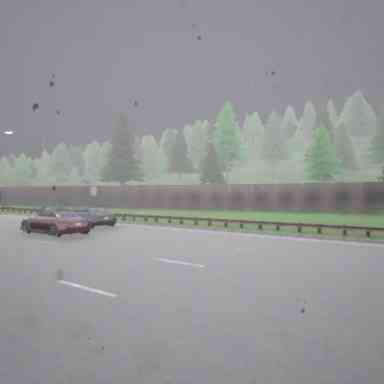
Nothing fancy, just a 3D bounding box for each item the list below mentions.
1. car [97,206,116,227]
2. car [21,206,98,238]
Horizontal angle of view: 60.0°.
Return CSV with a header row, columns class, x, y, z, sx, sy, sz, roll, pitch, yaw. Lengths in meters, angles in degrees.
class,x,y,z,sx,sy,sz,roll,pitch,yaw
car,-6.917,1.584,21.828,4.181,1.385,1.994,0,0,36
car,-7.325,1.582,17.820,4.181,1.385,1.994,0,0,36
